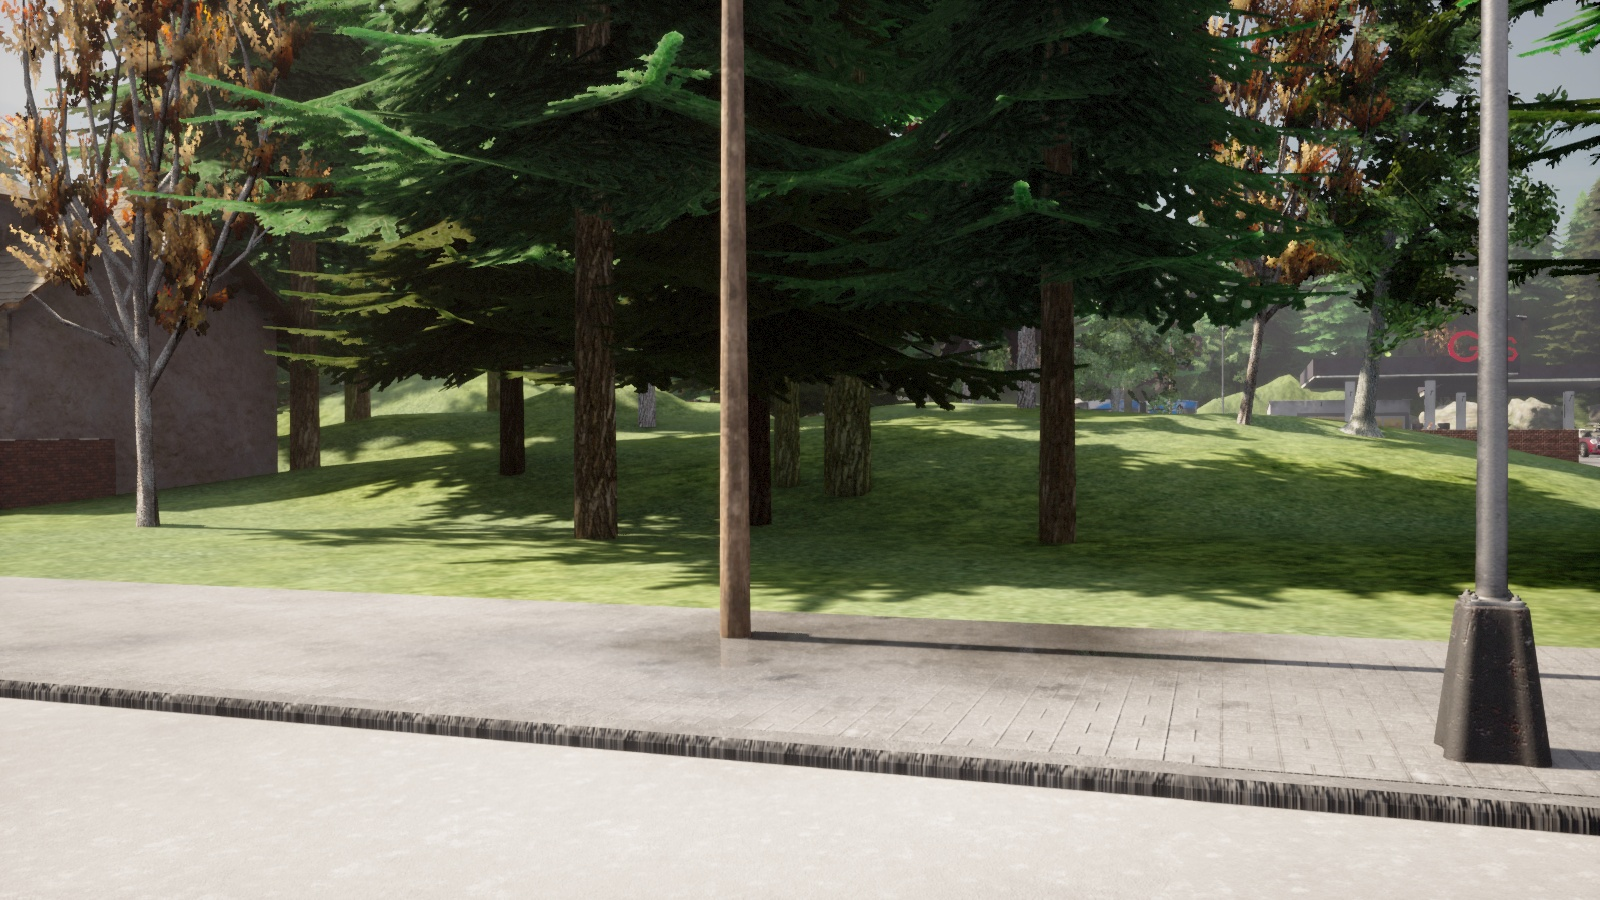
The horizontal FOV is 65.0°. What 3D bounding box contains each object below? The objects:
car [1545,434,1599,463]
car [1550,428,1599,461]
[{"bbox_3d":[40.964,-0.101,65.411,1.970,1.475,3.806,0,1,-1],"label":"car"},{"bbox_3d":[44.634,-0.312,70.254,1.932,1.855,4.605,1,1,-13],"label":"car"}]
